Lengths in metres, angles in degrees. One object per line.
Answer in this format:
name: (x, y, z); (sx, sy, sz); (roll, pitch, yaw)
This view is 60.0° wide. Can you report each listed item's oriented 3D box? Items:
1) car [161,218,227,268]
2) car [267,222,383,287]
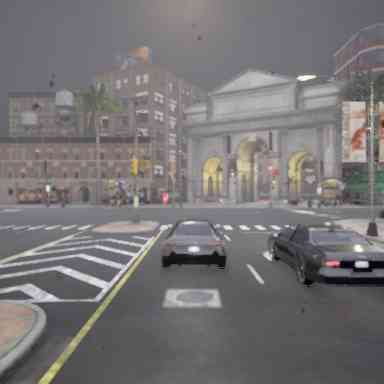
car: (0.070, 1.583, 11.369); (1.994, 1.385, 4.181); (0, 0, 0)
car: (3.559, 1.563, 9.448); (2.033, 1.411, 5.357); (0, 0, 0)
